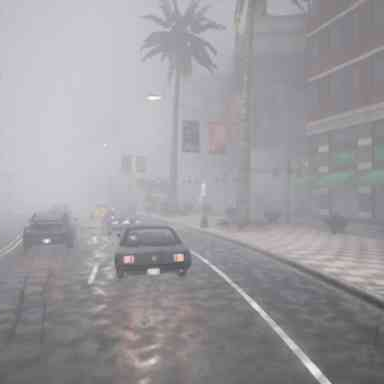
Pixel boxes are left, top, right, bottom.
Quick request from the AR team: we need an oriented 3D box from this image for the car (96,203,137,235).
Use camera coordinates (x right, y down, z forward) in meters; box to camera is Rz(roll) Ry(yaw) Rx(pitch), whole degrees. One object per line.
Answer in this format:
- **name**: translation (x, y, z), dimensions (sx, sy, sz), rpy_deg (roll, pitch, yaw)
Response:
- **car**: translation (-4.271, 1.643, 19.747), dimensions (2.033, 1.411, 5.357), rpy_deg (0, 0, -20)

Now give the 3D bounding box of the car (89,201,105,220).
- **car**: translation (-8.049, 1.600, 29.411), dimensions (1.801, 1.575, 5.366), rpy_deg (0, 0, -21)

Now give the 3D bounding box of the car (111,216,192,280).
- **car**: translation (-1.353, 1.649, 10.221), dimensions (1.895, 1.301, 4.718), rpy_deg (0, 0, -11)

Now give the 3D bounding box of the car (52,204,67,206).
- **car**: translation (-11.783, 1.713, 29.602), dimensions (1.994, 1.385, 4.181), rpy_deg (0, 0, -21)

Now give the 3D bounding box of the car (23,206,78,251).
- **car**: translation (-6.195, 1.579, 14.750), dimensions (1.837, 1.490, 4.892), rpy_deg (0, -1, -18)
